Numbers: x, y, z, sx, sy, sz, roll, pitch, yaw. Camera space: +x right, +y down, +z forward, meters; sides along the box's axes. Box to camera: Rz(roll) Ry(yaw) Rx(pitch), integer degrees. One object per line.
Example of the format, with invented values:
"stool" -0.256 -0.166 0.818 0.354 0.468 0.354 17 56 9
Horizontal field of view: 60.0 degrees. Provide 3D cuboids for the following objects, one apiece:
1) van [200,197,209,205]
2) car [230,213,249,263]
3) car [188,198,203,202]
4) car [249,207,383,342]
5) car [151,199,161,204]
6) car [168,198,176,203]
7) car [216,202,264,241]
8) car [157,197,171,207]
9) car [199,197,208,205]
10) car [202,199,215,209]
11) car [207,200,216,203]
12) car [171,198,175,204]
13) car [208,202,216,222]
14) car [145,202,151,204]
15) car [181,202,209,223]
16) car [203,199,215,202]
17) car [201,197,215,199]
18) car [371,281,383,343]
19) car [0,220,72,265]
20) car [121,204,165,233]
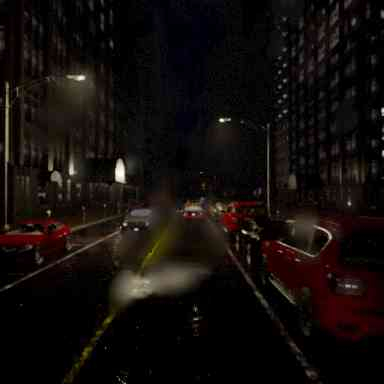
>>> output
"van" 2.705 1.968 72.961 1.690 1.788 3.998 0 0 0
"car" 2.696 1.671 12.030 1.947 1.339 4.313 0 0 0
"car" 0.107 1.862 44.474 1.882 1.535 5.008 0 -1 0
"car" 2.696 1.373 6.493 2.192 1.841 5.009 0 0 0
"car" -5.680 1.972 45.265 1.802 1.307 4.206 0 0 0
"car" -5.673 2.359 95.116 1.887 1.381 4.507 0 0 0
"car" 2.698 1.468 17.571 2.192 1.841 5.009 0 0 0
"car" -5.676 1.847 61.884 2.192 1.841 5.009 0 0 0
"car" 2.705 2.114 78.500 1.967 1.590 4.097 0 0 0
"car" 2.702 1.925 56.343 1.967 1.590 4.097 0 0 0
"car" 2.699 1.823 34.356 1.752 1.417 4.829 0 0 0
"car" -5.675 2.218 78.500 1.887 1.381 4.507 0 0 0
"car" 2.699 1.799 28.647 2.008 1.369 4.403 0 0 0
"car" -5.681 1.877 34.187 1.802 1.307 4.206 0 0 0
"car" 0.103 1.786 27.540 2.033 1.411 5.357 0 -1 0
"car" 2.701 1.957 45.264 1.947 1.339 4.313 0 0 0
"car" 2.703 1.753 50.805 2.192 1.841 5.009 0 0 0
"car" 2.694 1.554 0.951 1.887 1.381 4.507 0 0 0
"car" -5.684 1.687 12.030 1.802 1.307 4.206 0 0 0
"car" -3.096 1.730 21.150 2.033 1.411 5.357 0 0 0
